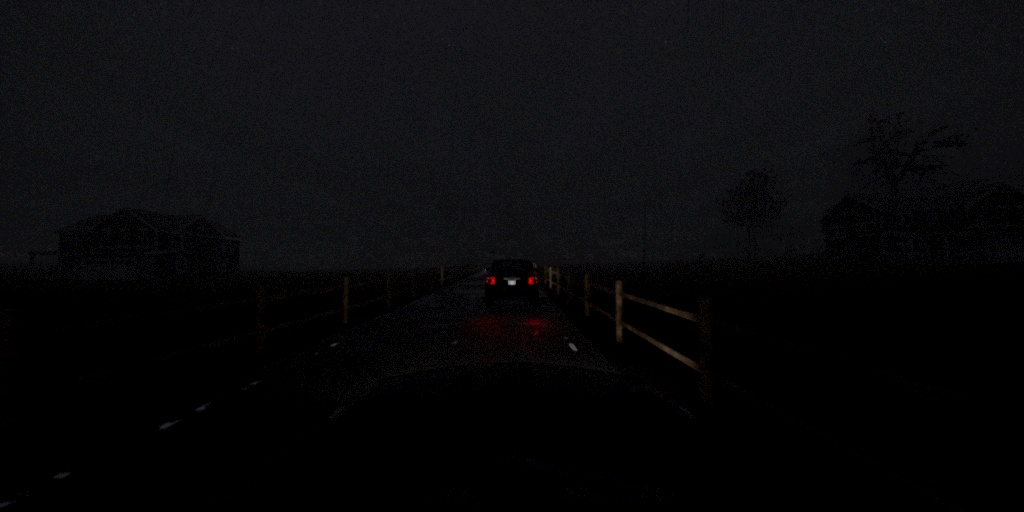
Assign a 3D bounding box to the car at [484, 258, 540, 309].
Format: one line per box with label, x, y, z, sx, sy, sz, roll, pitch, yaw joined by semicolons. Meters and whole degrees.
car;0.003;1.093;15.890;2.150;2.045;5.566;0;0;0
